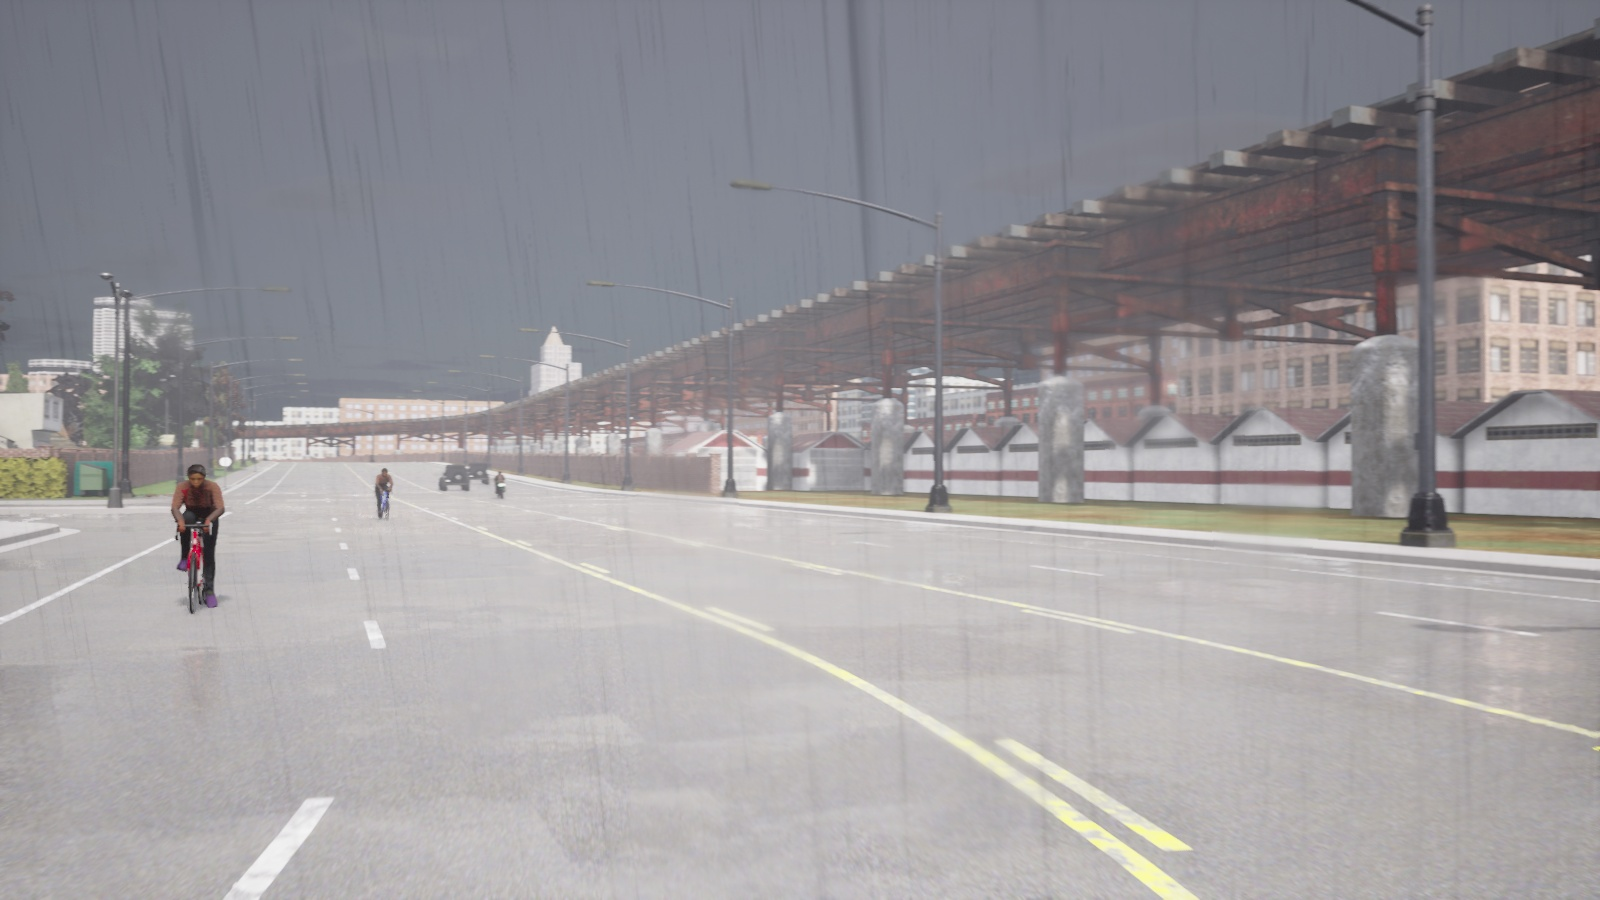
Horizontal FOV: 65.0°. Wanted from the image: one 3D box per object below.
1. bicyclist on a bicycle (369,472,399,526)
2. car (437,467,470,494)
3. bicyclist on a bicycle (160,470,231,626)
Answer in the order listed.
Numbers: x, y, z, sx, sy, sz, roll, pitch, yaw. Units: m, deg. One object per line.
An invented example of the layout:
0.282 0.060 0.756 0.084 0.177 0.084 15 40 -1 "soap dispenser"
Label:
-12.838 1.482 38.737 0.582 1.620 1.656 -1 0 -29 "bicyclist on a bicycle"
-25.116 2.192 90.883 1.905 1.878 3.866 0 0 -21 "car"
-6.706 1.036 13.985 0.582 1.620 1.656 0 -1 -21 "bicyclist on a bicycle"
